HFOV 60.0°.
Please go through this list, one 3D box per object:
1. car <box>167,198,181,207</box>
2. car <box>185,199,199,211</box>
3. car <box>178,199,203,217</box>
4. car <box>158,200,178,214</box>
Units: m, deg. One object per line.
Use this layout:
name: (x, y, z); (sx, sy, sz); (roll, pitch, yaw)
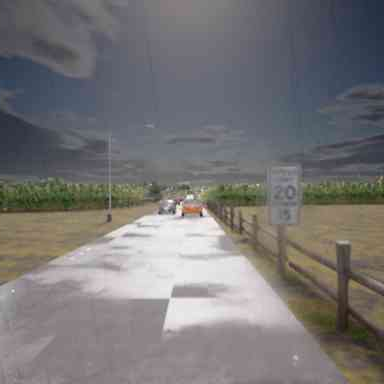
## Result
car: (-2.744, 1.532, 51.747); (1.895, 1.301, 4.718); (0, -1, 0)
car: (0.029, 1.744, 46.320); (1.837, 1.490, 4.892); (0, 0, 1)
car: (0.005, 1.502, 33.840); (2.097, 1.767, 4.553); (0, 0, 0)
car: (-2.746, 1.668, 37.975); (2.128, 1.511, 4.902); (0, 0, 0)
